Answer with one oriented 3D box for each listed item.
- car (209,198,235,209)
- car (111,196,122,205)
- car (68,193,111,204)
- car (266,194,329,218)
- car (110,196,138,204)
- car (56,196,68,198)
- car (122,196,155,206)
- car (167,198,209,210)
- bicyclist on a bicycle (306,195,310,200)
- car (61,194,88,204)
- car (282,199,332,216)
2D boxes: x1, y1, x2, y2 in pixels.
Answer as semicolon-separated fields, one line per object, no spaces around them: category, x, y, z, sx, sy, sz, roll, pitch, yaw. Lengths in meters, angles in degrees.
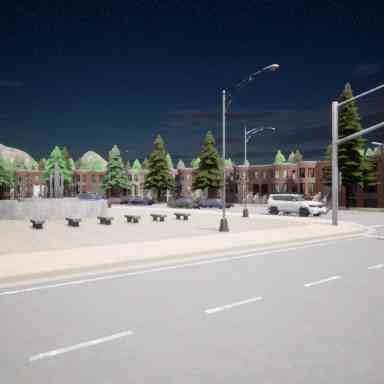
car;3.113;1.546;44.560;5.357;1.411;2.033;0;0;44
car;-14.081;1.564;58.826;4.181;1.385;1.994;0;0;18
car;-16.112;1.211;52.330;5.566;2.045;2.150;0;0;16
car;9.540;1.222;31.072;2.150;2.045;5.566;0;0;-37
car;-12.736;1.505;62.058;4.892;1.490;1.837;0;0;18
car;-23.818;1.505;60.694;4.892;1.490;1.837;0;0;5
car;-8.249;1.601;52.700;4.718;1.301;1.895;0;0;26
car;-0.891;1.548;43.552;5.357;1.411;2.033;0;0;40
bicyclist on a bicycle;16.174;1.303;46.611;1.656;1.620;0.582;0;0;-37
car;-22.556;1.352;63.988;4.553;1.767;2.097;0;0;7
car;11.654;1.525;34.047;1.812;1.442;4.674;0;0;-37
